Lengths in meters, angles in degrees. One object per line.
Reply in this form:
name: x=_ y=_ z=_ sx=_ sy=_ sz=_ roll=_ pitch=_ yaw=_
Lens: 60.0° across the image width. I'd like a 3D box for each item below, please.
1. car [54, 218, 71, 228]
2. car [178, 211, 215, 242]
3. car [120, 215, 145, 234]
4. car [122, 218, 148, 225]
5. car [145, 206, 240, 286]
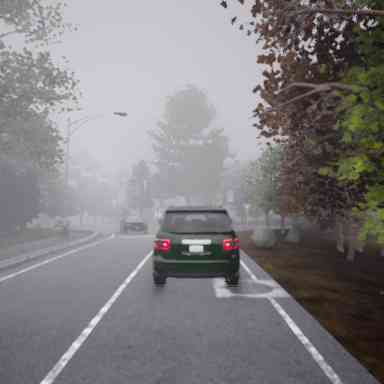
car: x=-18.862 y=4.516 z=48.537 sx=1.837 sy=1.490 sz=4.892 roll=0 pitch=-5 yaw=-13
car: x=0.388 y=2.094 z=21.233 sx=2.097 sy=1.767 sz=4.553 roll=0 pitch=-4 yaw=3
car: x=-4.888 y=2.711 z=27.959 sx=1.882 sy=1.535 sz=5.008 roll=2 pitch=-5 yaw=-17
car: x=-11.590 y=5.972 z=67.385 sx=4.892 sy=1.490 sz=1.837 roll=2 pitch=-5 yaw=-29
car: x=0.112 y=1.425 z=10.087 sx=2.150 sy=2.045 sz=5.566 roll=0 pitch=-2 yaw=0
